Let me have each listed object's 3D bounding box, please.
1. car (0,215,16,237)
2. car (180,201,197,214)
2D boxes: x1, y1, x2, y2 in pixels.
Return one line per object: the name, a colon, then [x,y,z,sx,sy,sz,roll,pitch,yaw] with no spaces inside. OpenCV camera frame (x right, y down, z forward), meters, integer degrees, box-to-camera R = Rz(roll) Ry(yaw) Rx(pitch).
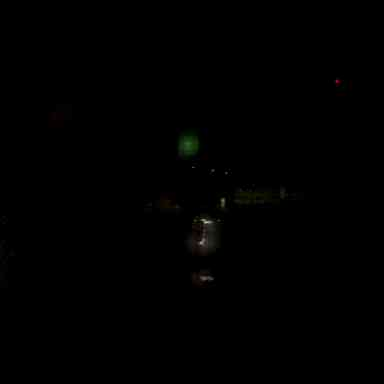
car: [-11.304,1.590,16.032,5.008,1.535,1.882,0,2,-9]
car: [-0.377,1.939,41.906,1.882,1.535,5.008,-1,0,3]
